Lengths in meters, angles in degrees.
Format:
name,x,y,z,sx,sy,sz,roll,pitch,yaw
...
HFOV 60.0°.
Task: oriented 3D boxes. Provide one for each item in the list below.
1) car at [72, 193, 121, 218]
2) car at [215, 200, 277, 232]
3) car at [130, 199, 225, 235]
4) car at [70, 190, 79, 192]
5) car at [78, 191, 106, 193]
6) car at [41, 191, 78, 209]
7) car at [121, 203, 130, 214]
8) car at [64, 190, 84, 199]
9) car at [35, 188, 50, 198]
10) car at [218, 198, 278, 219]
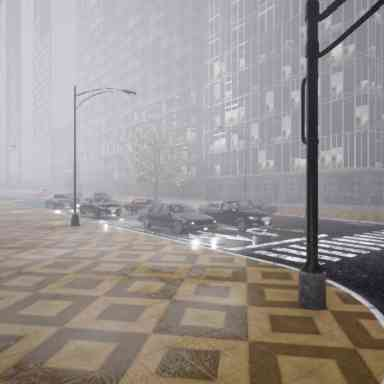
name,x,y,z,sx,sy,sz,roll,pitch,yaw
car,-7.068,1.056,25.414,2.128,1.511,4.902,0,1,-38
car,2.289,1.254,18.757,2.128,1.511,4.902,0,1,-38
car,-0.993,1.292,17.673,2.033,1.411,5.357,0,1,-38
car,-15.310,0.803,41.280,1.994,1.385,4.181,0,1,-38
car,-9.402,0.767,33.672,2.097,1.767,4.553,0,1,-38
car,-13.402,0.902,33.517,1.812,1.442,4.674,0,1,-38
car,-3.436,1.194,26.048,1.895,1.301,4.718,0,1,-38
car,-21.237,0.399,59.700,1.837,1.490,4.892,0,1,-38
car,-28.496,0.111,63.717,2.097,1.767,4.553,0,1,-38
car,4.417,1.264,26.785,1.895,1.301,4.718,0,1,-37
